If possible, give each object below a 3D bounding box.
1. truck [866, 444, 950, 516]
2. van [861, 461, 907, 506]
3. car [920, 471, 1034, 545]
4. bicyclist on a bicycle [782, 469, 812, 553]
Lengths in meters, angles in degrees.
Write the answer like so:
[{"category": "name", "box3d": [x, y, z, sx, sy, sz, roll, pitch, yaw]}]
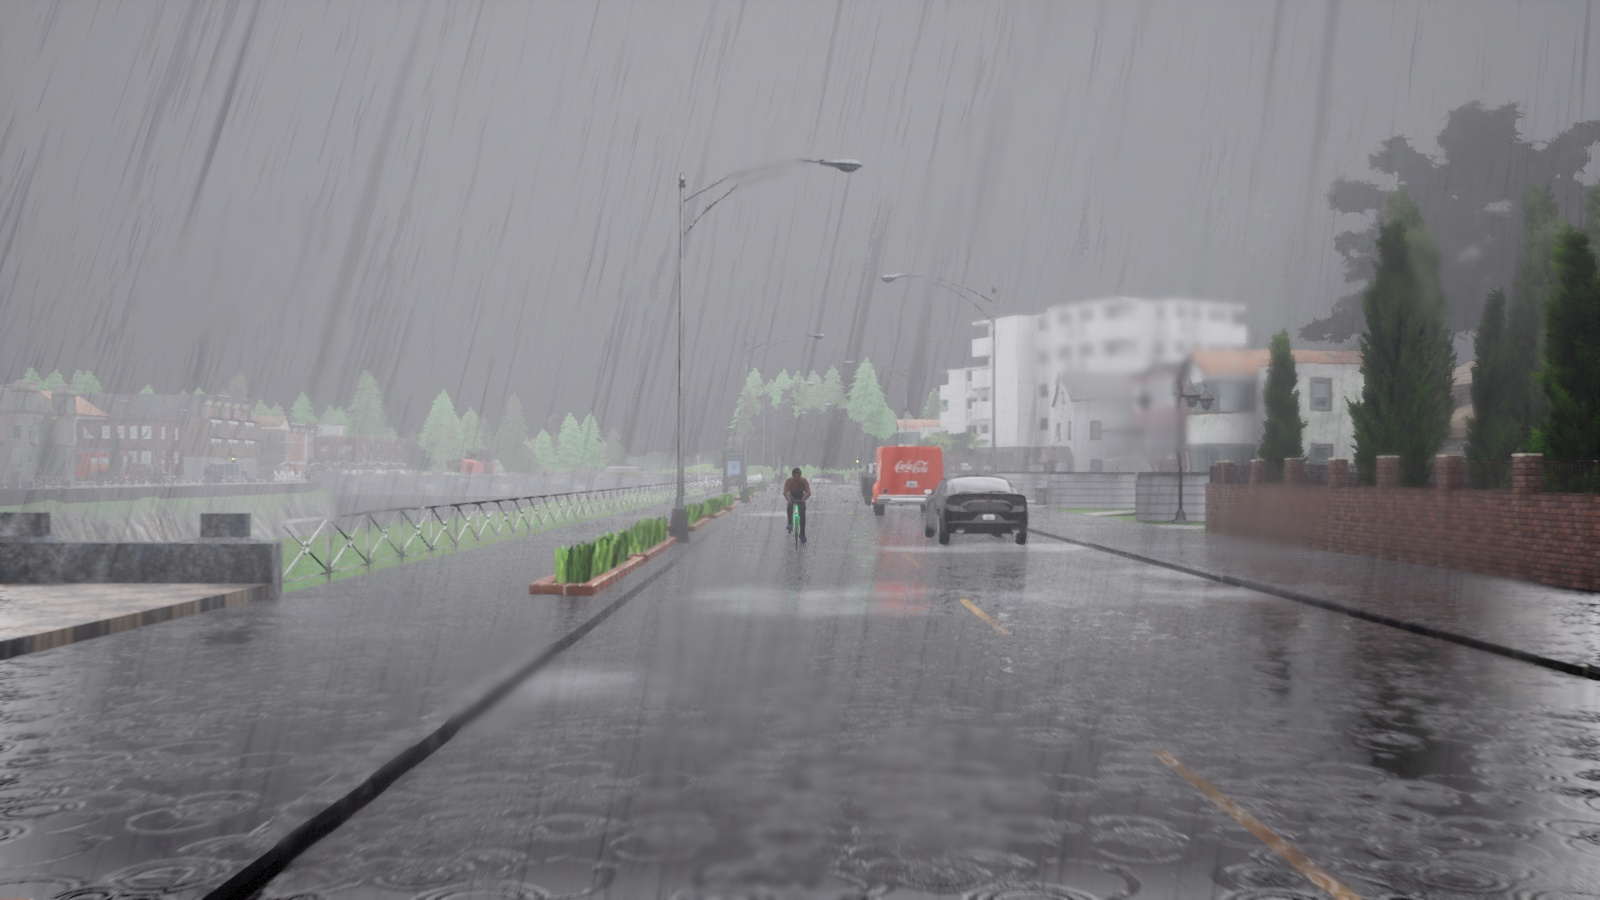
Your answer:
[{"category": "truck", "box3d": [3.890, 1.087, 46.287, 2.627, 2.467, 5.204, 0, -1, 0]}, {"category": "van", "box3d": [3.862, 1.529, 58.345, 1.775, 1.987, 4.442, 0, -1, 0]}, {"category": "car", "box3d": [3.933, 1.258, 28.747, 1.882, 1.535, 5.008, 0, -1, 0]}, {"category": "bicyclist on a bicycle", "box3d": [-0.059, 1.187, 25.022, 0.582, 1.620, 1.656, 0, -1, 0]}]
